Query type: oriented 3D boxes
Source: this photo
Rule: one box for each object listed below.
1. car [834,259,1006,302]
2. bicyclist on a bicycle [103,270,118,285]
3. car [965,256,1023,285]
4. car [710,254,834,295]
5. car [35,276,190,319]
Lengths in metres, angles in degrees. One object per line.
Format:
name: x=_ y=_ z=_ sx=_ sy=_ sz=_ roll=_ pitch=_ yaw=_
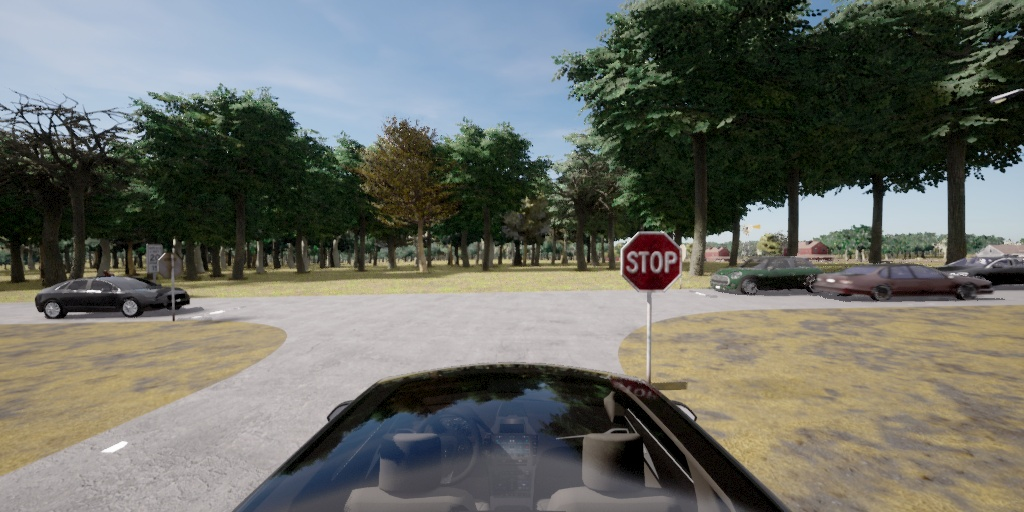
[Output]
car: x=15.343 y=0.995 z=14.295 sx=5.357 sy=1.411 sz=2.033 roll=-1 pitch=1 yaw=4
bicyclist on a bicycle: x=-22.619 y=1.604 z=20.122 sx=0.582 sy=1.620 sz=1.656 roll=-1 pitch=0 yaw=0
car: x=22.500 y=0.776 z=17.016 sx=4.902 sy=1.511 sz=2.128 roll=-1 pitch=1 yaw=0
car: x=11.916 y=0.826 z=16.937 sx=4.553 sy=1.767 sz=2.097 roll=-1 pitch=1 yaw=-2
car: x=-15.587 y=1.557 z=14.137 sx=4.892 sy=1.490 sz=1.837 roll=-1 pitch=1 yaw=0
